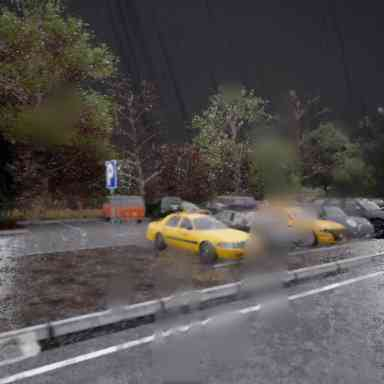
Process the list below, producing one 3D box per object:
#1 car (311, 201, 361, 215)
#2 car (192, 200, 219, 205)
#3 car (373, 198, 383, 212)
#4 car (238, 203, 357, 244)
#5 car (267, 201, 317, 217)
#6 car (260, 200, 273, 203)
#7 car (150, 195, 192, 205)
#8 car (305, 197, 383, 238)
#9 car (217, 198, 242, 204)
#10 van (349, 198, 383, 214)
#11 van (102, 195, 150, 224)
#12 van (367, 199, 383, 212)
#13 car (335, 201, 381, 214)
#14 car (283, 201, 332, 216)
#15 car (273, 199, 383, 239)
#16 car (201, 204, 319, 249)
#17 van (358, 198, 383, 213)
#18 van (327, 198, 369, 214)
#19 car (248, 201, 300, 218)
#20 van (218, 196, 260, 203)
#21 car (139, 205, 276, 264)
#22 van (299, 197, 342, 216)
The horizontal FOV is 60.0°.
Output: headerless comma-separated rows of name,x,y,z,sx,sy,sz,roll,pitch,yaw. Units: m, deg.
car,17.575,1.910,40.740,1.946,1.575,5.366,1,-1,-36
car,-0.437,1.559,27.835,1.946,1.575,5.366,1,-1,-36
car,30.879,2.073,50.464,2.435,2.045,5.566,2,-1,-36
car,4.639,1.522,15.616,2.097,1.535,5.008,1,-1,-36
car,10.715,1.780,36.046,2.097,1.535,5.008,1,-1,-36
car,6.228,1.567,32.799,2.185,1.767,4.553,1,-1,-36
car,-2.808,1.273,26.397,2.435,2.045,5.566,1,0,-36
car,9.172,1.349,18.821,2.435,2.045,5.566,1,-1,-36
car,1.709,1.605,29.591,2.231,1.521,4.892,1,-1,-36
van,24.170,1.832,45.549,1.878,1.987,4.442,2,-1,-36
van,-5.212,1.269,24.786,1.878,1.987,4.442,1,0,-36
van,28.542,2.009,48.968,1.878,1.987,4.442,2,-1,-36
car,21.966,2.001,44.120,2.097,1.535,5.008,1,-1,-36
car,12.967,1.826,37.658,2.231,1.521,4.892,1,-1,-36
car,6.883,1.434,17.254,2.185,1.767,4.553,1,-1,-36
car,2.386,1.495,14.001,2.231,1.521,4.892,1,0,-36
van,26.393,1.925,47.428,1.878,1.987,4.442,2,-1,-36
van,19.789,1.731,42.409,1.878,1.987,4.442,1,-1,-36
car,8.361,1.734,34.359,2.097,1.535,5.008,1,-1,-36
van,3.892,1.422,31.307,1.878,1.987,4.442,1,-1,-36
car,0.246,1.470,12.233,1.946,1.575,5.366,1,0,-36
van,15.150,1.643,39.374,1.878,1.987,4.442,1,-1,-36
